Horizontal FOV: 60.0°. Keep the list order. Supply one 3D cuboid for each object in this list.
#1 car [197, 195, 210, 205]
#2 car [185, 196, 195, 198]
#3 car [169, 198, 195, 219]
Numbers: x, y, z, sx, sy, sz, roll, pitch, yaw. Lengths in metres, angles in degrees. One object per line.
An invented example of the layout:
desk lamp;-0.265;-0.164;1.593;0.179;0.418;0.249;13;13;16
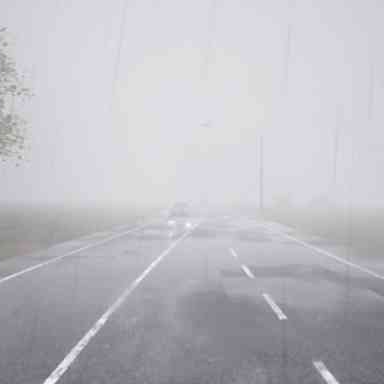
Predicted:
car;2.659;1.781;67.914;2.128;1.511;4.902;0;0;-1
car;-0.887;1.803;71.694;1.994;1.385;4.181;0;0;-1
car;-0.939;1.631;30.328;1.837;1.490;4.892;1;0;4
